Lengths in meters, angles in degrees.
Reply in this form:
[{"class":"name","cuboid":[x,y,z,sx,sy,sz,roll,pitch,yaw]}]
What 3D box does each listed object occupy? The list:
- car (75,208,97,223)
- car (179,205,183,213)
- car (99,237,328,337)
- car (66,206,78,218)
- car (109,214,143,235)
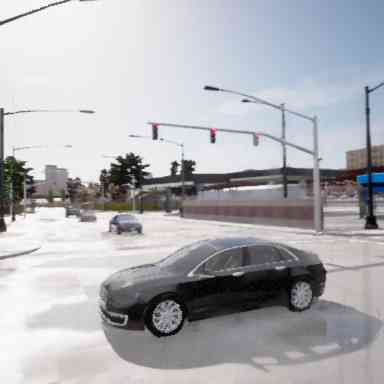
[{"class":"car","cuboid":[-13.675,3.177,43.512,1.812,1.442,4.674,0,-2,-26]},{"class":"car","cuboid":[-0.424,3.570,70.898,4.611,1.667,2.242,0,-2,-25]},{"class":"car","cuboid":[0.573,1.759,7.005,4.892,1.490,1.837,0,-2,-23]},{"class":"car","cuboid":[-21.246,3.494,59.353,2.150,2.045,5.566,0,-2,-26]},{"class":"car","cuboid":[-5.294,2.492,26.200,1.812,1.442,4.674,0,-2,-26]}]
